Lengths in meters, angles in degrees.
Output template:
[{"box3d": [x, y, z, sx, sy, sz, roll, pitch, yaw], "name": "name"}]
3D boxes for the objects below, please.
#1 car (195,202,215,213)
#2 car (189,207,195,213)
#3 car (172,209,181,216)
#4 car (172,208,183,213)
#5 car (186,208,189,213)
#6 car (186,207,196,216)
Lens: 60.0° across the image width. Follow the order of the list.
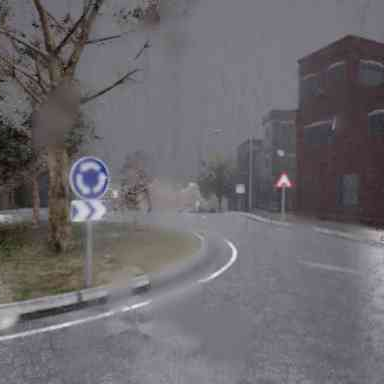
[{"box3d": [1.739, 2.003, 41.220, 1.812, 1.442, 4.674, 0, -5, -3], "name": "car"}, {"box3d": [1.033, 3.020, 53.258, 2.033, 1.411, 5.357, 0, -5, -3], "name": "car"}, {"box3d": [-3.451, 4.557, 74.611, 1.837, 1.490, 4.892, 1, -5, -3], "name": "car"}, {"box3d": [-2.804, 3.883, 64.111, 1.812, 1.442, 4.674, 0, -5, -2], "name": "car"}, {"box3d": [0.388, 3.867, 64.344, 1.882, 1.535, 5.008, 1, -5, -3], "name": "car"}, {"box3d": [-0.204, 4.439, 74.776, 2.097, 1.767, 4.553, 1, -5, -3], "name": "car"}]
